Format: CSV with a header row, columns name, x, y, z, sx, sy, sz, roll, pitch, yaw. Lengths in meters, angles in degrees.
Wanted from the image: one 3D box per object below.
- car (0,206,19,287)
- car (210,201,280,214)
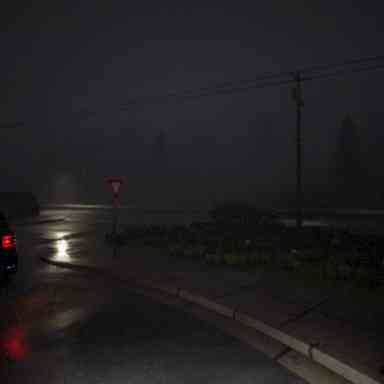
name,x,y,z,sx,sy,sz,roll,pitch,yaw
car,-6.391,1.255,8.220,5.566,2.045,2.150,0,0,39
car,3.814,1.413,24.137,5.008,1.535,1.882,0,-1,16
